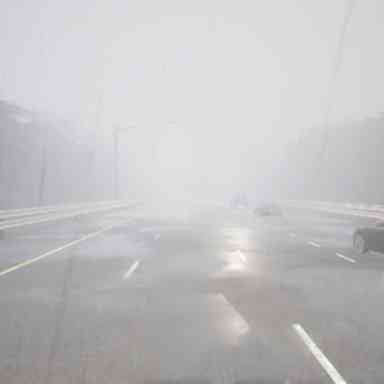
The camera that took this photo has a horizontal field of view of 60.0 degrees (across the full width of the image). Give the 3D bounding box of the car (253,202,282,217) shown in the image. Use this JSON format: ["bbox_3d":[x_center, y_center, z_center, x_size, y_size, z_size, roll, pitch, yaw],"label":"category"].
[{"bbox_3d":[7.022,1.594,31.231,1.994,1.385,4.181,0,0,0],"label":"car"}]

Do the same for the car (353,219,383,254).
[{"bbox_3d":[7.002,1.496,10.651,2.128,1.511,4.902,0,0,0],"label":"car"}]

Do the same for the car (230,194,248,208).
[{"bbox_3d":[7.078,1.293,50.239,2.150,2.045,5.566,0,0,0],"label":"car"}]
